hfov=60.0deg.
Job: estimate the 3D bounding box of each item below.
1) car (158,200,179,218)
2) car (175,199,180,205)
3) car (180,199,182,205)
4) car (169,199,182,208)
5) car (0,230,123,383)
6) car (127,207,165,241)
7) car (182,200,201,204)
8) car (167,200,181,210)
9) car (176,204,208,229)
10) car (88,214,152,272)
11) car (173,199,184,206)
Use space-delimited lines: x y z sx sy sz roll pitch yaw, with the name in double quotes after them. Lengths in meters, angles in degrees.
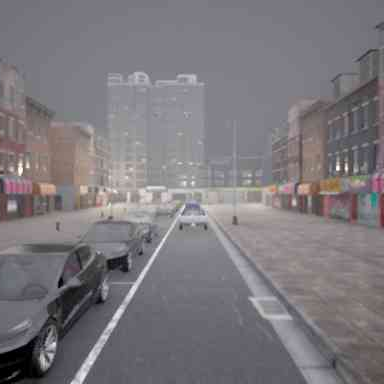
-2.650 1.776 32.857 2.008 1.369 4.403 0 0 0 "car"
-2.651 1.786 38.139 1.752 1.417 4.829 0 0 0 "car"
-2.653 1.865 43.761 1.947 1.339 4.313 0 0 0 "car"
-2.656 1.939 54.665 1.947 1.339 4.313 0 0 0 "car"
-2.641 1.605 5.596 1.947 1.339 4.313 0 0 0 "car"
-2.644 1.664 16.501 2.008 1.369 4.403 0 0 0 "car"
0.086 1.767 42.279 1.882 1.535 5.008 0 0 0 "car"
-2.655 1.918 49.212 1.802 1.307 4.206 0 0 0 "car"
0.091 1.757 22.749 1.895 1.301 4.718 0 0 0 "car"
-2.643 1.642 11.049 1.947 1.339 4.313 0 0 0 "car"
-2.660 2.012 65.569 1.947 1.339 4.313 0 0 0 "car"
